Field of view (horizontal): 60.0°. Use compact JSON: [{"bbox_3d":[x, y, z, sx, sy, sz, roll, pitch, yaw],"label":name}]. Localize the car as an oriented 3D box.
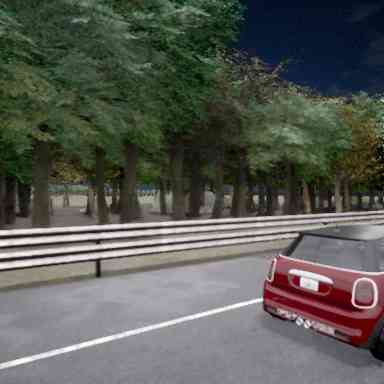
[{"bbox_3d":[3.470,1.384,6.095,4.553,1.767,2.097,0,0,-35],"label":"car"}]
